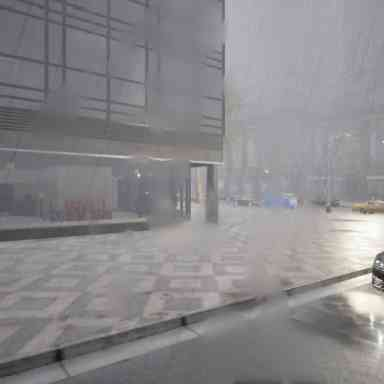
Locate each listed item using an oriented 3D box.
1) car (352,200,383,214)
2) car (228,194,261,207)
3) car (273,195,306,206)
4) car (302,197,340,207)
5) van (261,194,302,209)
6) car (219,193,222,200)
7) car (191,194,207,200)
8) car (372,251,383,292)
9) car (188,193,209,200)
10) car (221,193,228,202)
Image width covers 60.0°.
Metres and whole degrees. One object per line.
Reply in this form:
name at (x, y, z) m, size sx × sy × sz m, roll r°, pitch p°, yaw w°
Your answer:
car at (17.112, 1.398, 30.129) m, size 1.752 × 1.417 × 4.829 m, roll 1°, pitch 0°, yaw -35°
car at (7.303, 1.230, 44.047) m, size 2.008 × 1.369 × 4.403 m, roll 1°, pitch 0°, yaw -35°
car at (14.267, 1.223, 48.966) m, size 1.887 × 1.381 × 4.507 m, roll 1°, pitch 0°, yaw -35°
car at (17.502, 1.315, 44.375) m, size 1.947 × 1.339 × 4.313 m, roll 1°, pitch 0°, yaw -35°
van at (10.541, 1.090, 39.455) m, size 1.690 × 1.788 × 3.998 m, roll 1°, pitch 0°, yaw -35°
car at (4.558, 0.880, 62.742) m, size 1.967 × 1.590 × 4.097 m, roll 1°, pitch 0°, yaw -35°
car at (0.927, 1.051, 53.095) m, size 1.752 × 1.417 × 4.829 m, roll 1°, pitch 0°, yaw -35°
car at (6.042, 1.492, 7.672) m, size 4.902 × 1.511 × 2.128 m, roll 0°, pitch 0°, yaw -35°
car at (1.320, 0.910, 67.333) m, size 2.008 × 1.369 × 4.403 m, roll 1°, pitch 0°, yaw -35°
car at (7.793, 1.073, 58.151) m, size 2.008 × 1.369 × 4.403 m, roll 1°, pitch 0°, yaw -35°
